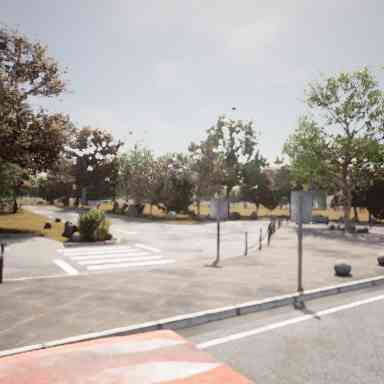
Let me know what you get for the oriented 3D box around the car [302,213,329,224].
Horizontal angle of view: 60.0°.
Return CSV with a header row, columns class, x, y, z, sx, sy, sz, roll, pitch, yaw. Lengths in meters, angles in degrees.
class,x,y,z,sx,sy,sz,roll,pitch,yaw
car,16.044,3.474,44.456,4.181,1.385,1.994,2,0,5
